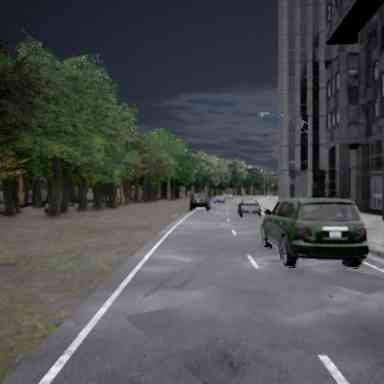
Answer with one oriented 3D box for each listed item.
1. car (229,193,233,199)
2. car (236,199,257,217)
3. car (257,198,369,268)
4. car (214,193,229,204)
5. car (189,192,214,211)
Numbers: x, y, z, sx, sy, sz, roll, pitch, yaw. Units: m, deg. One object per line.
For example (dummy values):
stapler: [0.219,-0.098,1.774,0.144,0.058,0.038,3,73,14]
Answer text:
car: [7.912,0.948,72.779,1.895,1.301,4.718,0,1,13]
car: [5.040,1.363,29.765,2.128,1.511,4.902,0,0,5]
car: [3.851,1.194,11.393,2.150,2.045,5.566,0,0,2]
car: [4.549,1.218,55.461,2.033,1.411,5.357,0,1,10]
car: [0.969,1.042,37.832,2.150,2.045,5.566,0,0,7]
